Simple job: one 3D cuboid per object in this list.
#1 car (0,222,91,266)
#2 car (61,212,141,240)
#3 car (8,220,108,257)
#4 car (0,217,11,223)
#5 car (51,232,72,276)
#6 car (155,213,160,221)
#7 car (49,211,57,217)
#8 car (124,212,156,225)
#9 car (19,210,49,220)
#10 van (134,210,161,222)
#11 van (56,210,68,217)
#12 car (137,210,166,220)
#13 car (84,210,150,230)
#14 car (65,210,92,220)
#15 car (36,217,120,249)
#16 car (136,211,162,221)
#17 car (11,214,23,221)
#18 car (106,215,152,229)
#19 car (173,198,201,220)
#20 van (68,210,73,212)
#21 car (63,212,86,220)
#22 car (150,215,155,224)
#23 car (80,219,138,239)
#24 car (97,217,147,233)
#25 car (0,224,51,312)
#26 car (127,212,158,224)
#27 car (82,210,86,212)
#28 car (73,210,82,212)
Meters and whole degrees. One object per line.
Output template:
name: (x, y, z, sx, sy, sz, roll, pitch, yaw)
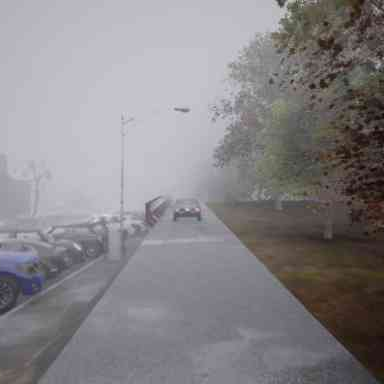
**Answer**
car: (-7.082, 2.428, 14.762, 4.553, 1.767, 2.185, 2, -3, -21)
car: (-7.372, 2.843, 26.836, 5.566, 2.045, 2.435, 2, -3, -21)
car: (-7.095, 2.564, 17.797, 4.553, 1.767, 2.185, 2, -2, -21)
car: (-24.773, 3.718, 39.226, 5.366, 1.575, 1.946, 0, -2, -21)
car: (-6.973, 2.420, 11.747, 4.892, 1.521, 2.231, 2, -2, -21)
car: (-7.764, 3.655, 44.972, 5.566, 2.045, 2.435, 2, -3, -21)
car: (-24.967, 4.383, 54.083, 4.892, 1.521, 2.231, 0, -2, -22)
car: (-7.968, 4.049, 50.982, 4.553, 1.767, 2.185, 2, -3, -21)
car: (-24.926, 4.125, 51.117, 4.553, 1.767, 2.185, 0, -3, -21)
van: (-8.053, 4.357, 60.096, 4.442, 1.987, 1.878, 2, -3, -21)
van: (-25.224, 4.420, 59.950, 4.442, 1.987, 1.878, 0, -2, -21)
car: (-8.361, 4.732, 69.125, 5.566, 2.045, 2.435, 2, -3, -21)
car: (-7.466, 3.114, 32.896, 5.566, 2.045, 2.435, 2, -3, -21)
car: (-25.498, 5.051, 74.754, 5.566, 2.045, 2.435, 0, -2, -21)
car: (-7.175, 2.700, 20.820, 4.553, 1.767, 2.185, 2, -2, -21)
car: (-8.201, 4.589, 63.069, 4.553, 1.767, 2.185, 2, -2, -21)
car: (-24.654, 3.883, 42.272, 4.792, 1.488, 2.163, 0, -3, -21)
car: (-7.891, 3.762, 41.859, 5.366, 1.575, 1.946, 2, -2, -21)
car: (-0.353, 1.086, 22.857, 2.033, 1.411, 5.357, 0, 1, -1)
van: (-25.295, 4.551, 62.905, 4.442, 1.987, 1.878, 0, -2, -21)
car: (-25.384, 5.201, 71.829, 4.792, 1.488, 2.163, 0, -3, -22)
car: (-7.675, 3.384, 38.915, 5.566, 2.045, 2.435, 2, -3, -21)
car: (-7.452, 3.258, 29.843, 4.792, 1.488, 2.163, 2, -2, -21)
car: (-7.585, 3.501, 35.901, 4.892, 1.521, 2.231, 2, -3, -21)
car: (-6.882, 2.034, 8.758, 5.566, 2.045, 2.435, 2, -3, -21)
car: (-8.051, 4.185, 54.007, 4.553, 1.767, 2.185, 2, -3, -21)
car: (-25.309, 4.789, 68.879, 5.566, 2.045, 2.435, 0, -3, -21)
car: (-25.238, 4.658, 65.924, 5.566, 2.045, 2.435, 0, -3, -21)
